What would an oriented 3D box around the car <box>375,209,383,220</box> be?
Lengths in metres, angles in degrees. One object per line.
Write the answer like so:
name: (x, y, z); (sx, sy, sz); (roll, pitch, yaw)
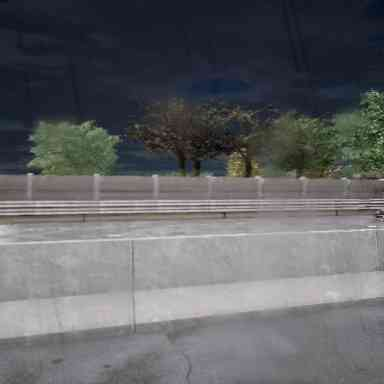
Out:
car: (15.562, 1.357, 23.207); (5.357, 1.411, 2.033); (0, 1, -16)
